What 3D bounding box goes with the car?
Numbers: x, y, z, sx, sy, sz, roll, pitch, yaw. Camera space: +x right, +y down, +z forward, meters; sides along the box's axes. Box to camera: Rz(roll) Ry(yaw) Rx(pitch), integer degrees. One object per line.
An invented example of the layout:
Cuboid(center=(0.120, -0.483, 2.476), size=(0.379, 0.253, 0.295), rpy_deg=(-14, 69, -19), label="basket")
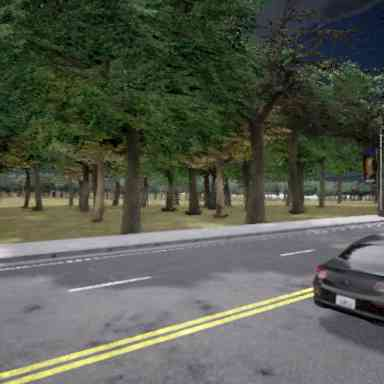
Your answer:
Cuboid(center=(4.238, 1.528, 6.463), size=(4.674, 1.442, 1.812), rpy_deg=(0, 0, -36), label="car")
